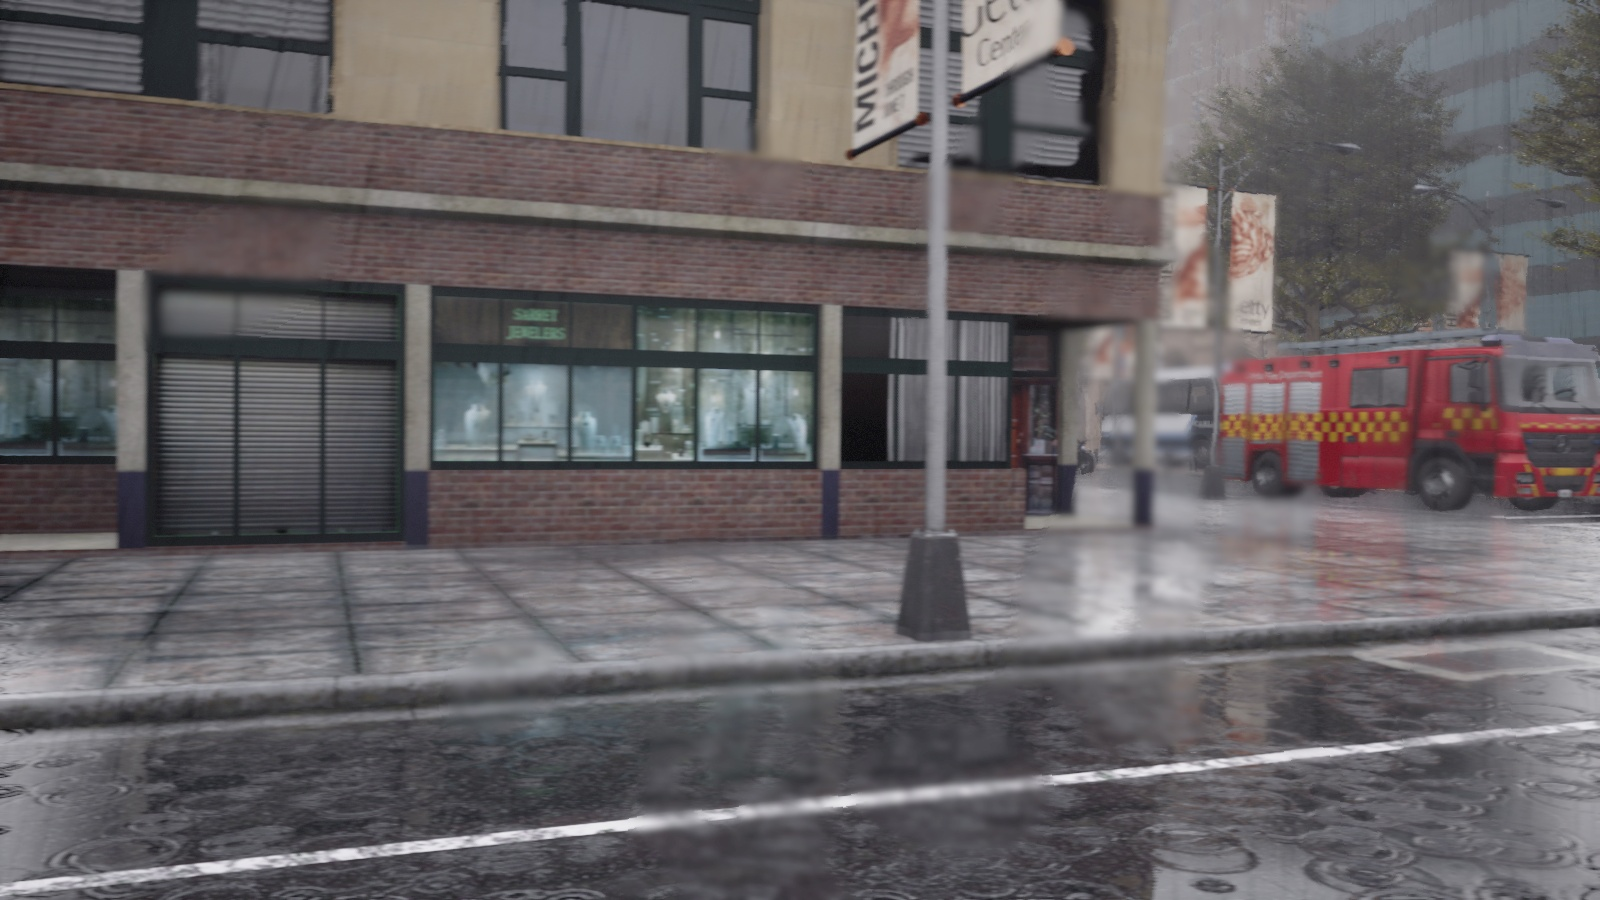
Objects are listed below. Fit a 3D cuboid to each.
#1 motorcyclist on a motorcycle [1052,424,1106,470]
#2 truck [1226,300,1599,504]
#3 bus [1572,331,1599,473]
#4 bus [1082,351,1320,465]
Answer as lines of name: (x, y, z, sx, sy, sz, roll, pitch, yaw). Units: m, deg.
motorcyclist on a motorcycle: (10.268, -0.123, 46.313, 0.766, 1.649, 2.350, -1, 1, -21)
truck: (13.542, -0.975, 28.015, 2.891, 3.827, 8.468, -1, 1, -21)
bus: (27.231, -1.440, 34.174, 3.944, 4.253, 10.273, -1, 1, -21)
bus: (16.395, -1.620, 52.540, 3.944, 4.253, 10.273, -1, 1, -21)
